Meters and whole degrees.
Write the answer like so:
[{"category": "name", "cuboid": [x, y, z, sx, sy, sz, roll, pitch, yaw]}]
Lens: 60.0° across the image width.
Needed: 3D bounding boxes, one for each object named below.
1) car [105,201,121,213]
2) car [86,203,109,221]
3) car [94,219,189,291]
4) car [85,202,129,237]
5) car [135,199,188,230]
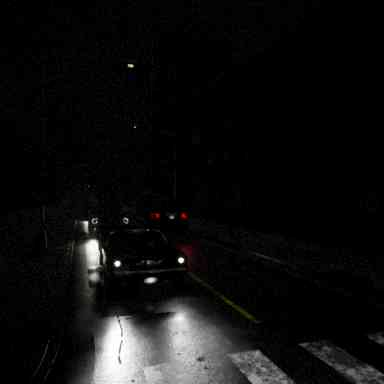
[{"category": "car", "cuboid": [-11.534, 2.158, 48.207, 1.837, 1.490, 4.892, 1, -1, -19]}, {"category": "car", "cuboid": [-9.279, 1.842, 32.317, 1.882, 1.535, 5.008, 1, -1, -18]}, {"category": "car", "cuboid": [-1.613, 1.664, 9.464, 1.895, 1.301, 4.718, 1, -1, -19]}, {"category": "car", "cuboid": [-4.853, 1.526, 19.118, 2.097, 1.767, 4.553, 1, -1, -19]}, {"category": "car", "cuboid": [-1.908, 1.430, 19.622, 2.150, 2.045, 5.566, 1, -1, -19]}]
